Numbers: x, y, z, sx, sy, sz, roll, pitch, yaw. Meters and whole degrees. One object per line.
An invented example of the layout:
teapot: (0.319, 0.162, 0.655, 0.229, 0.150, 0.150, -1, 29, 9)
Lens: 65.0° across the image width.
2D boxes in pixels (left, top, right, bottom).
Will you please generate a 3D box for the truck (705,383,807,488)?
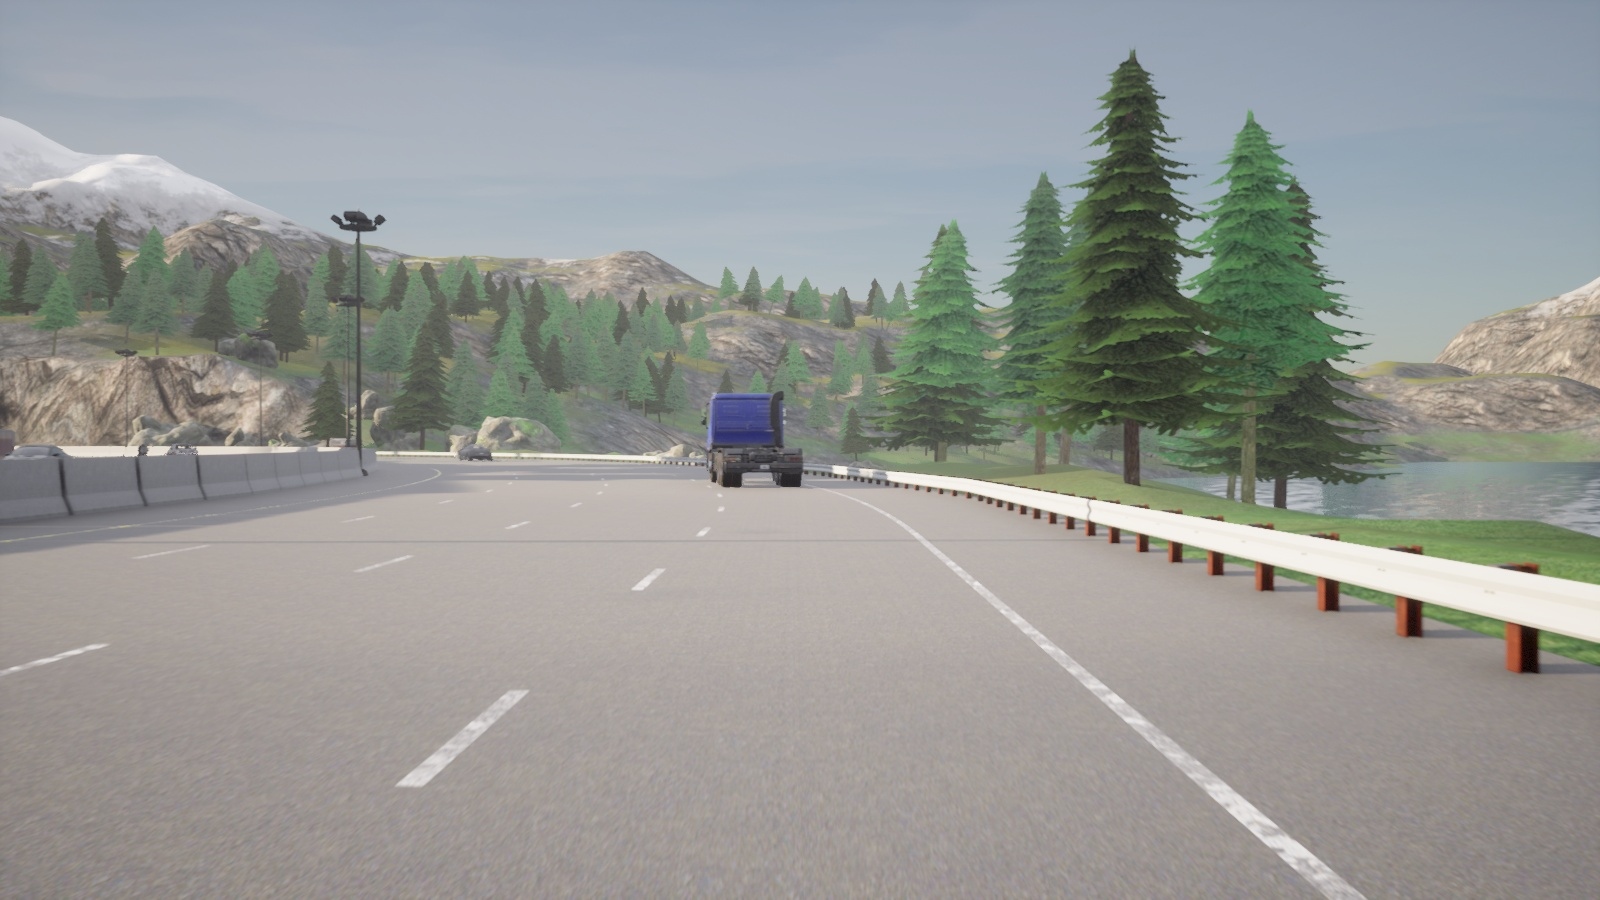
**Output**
truck: (-1.741, -0.493, 45.461, 2.891, 3.462, 7.936, 0, 0, -8)

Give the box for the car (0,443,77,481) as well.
car: (-31.337, 0.458, 51.329, 1.812, 1.442, 4.674, 0, 0, -13)
